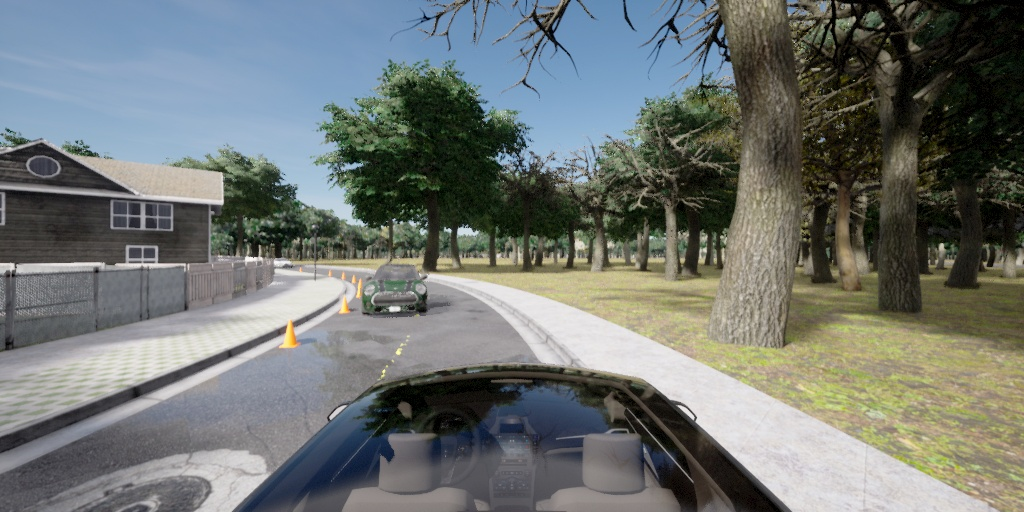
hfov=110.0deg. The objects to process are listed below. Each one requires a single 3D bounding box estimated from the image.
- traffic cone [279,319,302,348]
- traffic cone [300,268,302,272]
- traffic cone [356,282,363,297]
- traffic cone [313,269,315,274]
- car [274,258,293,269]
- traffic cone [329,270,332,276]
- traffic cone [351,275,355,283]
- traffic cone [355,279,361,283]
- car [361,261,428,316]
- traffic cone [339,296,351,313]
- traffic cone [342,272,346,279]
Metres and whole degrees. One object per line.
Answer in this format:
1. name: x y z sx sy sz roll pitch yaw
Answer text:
1. traffic cone: -4.909 1.698 7.939 0.340 0.580 0.340 0 0 -9
2. traffic cone: -23.847 1.541 40.498 0.340 0.580 0.340 0 0 -45
3. traffic cone: -7.283 1.672 17.157 0.340 0.580 0.340 0 0 -20
4. traffic cone: -20.321 1.564 36.953 0.340 0.580 0.340 0 0 -45
5. car: -33.237 1.049 51.626 4.674 1.442 1.812 0 0 42
6. traffic cone: -16.958 1.587 33.452 0.340 0.580 0.340 0 0 -42
7. traffic cone: -11.348 1.631 25.763 0.340 0.580 0.340 0 0 -31
8. traffic cone: -9.111 1.653 21.555 0.340 0.580 0.340 0 0 -25
9. car: -4.312 1.084 13.485 2.097 1.767 4.553 0 0 -16
10. traffic cone: -5.878 1.687 12.604 0.340 0.580 0.340 0 0 -14
11. traffic cone: -13.971 1.610 29.740 0.340 0.580 0.340 0 0 -36
